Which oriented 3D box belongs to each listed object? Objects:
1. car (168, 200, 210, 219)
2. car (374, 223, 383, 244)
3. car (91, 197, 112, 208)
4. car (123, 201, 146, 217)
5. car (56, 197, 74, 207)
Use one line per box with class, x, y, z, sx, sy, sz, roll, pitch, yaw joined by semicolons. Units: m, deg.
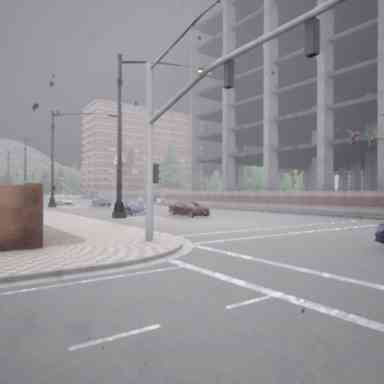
car;-0.324;1.559;30.818;1.882;1.535;5.008;0;0;-35
car;9.096;1.598;11.890;1.812;1.442;4.674;0;0;-36
car;-13.690;1.590;50.007;1.837;1.490;4.892;0;-1;-34
car;-5.955;1.605;32.938;1.812;1.442;4.674;0;0;-35
car;-20.707;1.596;54.047;1.812;1.442;4.674;0;0;-35
